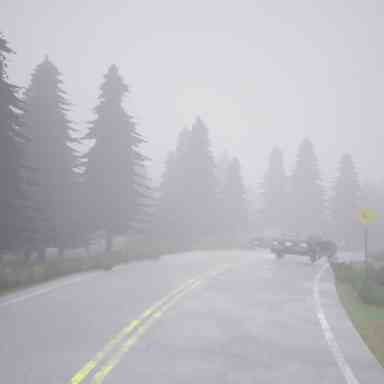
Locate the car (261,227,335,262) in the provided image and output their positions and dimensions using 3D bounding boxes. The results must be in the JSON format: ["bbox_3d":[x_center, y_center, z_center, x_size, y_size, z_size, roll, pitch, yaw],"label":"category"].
[{"bbox_3d":[5.563,2.546,16.234,2.033,1.411,5.357,-1,-7,35],"label":"car"}]

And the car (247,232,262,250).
[{"bbox_3d":[5.470,2.985,21.210,1.882,1.535,5.008,-2,-9,43],"label":"car"}]
